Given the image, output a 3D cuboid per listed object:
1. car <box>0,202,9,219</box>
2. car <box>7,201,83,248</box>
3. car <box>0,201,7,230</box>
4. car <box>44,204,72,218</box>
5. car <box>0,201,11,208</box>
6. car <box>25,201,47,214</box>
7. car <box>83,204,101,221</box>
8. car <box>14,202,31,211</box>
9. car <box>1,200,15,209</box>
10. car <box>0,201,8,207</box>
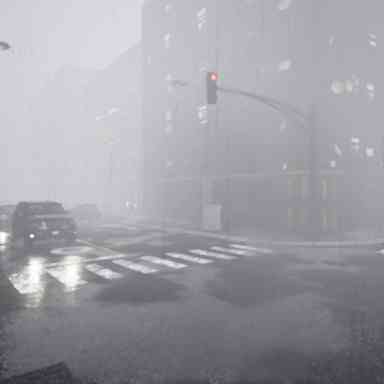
[{"bbox_3d":[-21.069,1.948,35.493,2.097,1.767,4.553,-1,-1,-36],"label":"car"},{"bbox_3d":[-7.603,1.481,16.837,2.150,2.045,5.566,-1,-1,-36],"label":"car"},{"bbox_3d":[-13.312,1.753,24.735,2.097,1.767,4.553,-1,-1,-36],"label":"car"},{"bbox_3d":[-14.959,2.097,37.011,1.802,1.307,4.206,-2,0,-36],"label":"car"},{"bbox_3d":[-41.135,2.736,73.063,1.947,1.339,4.313,-2,0,-36],"label":"car"},{"bbox_3d":[-21.551,2.119,45.992,1.967,1.590,4.097,-2,0,-36],"label":"car"},{"bbox_3d":[-9.704,1.825,29.827,1.967,1.590,4.097,-2,0,-36],"label":"car"},{"bbox_3d":[-28.079,2.424,55.014,1.802,1.307,4.206,-2,0,-36],"label":"car"},{"bbox_3d":[-37.875,2.528,68.551,1.967,1.590,4.097,-2,0,-36],"label":"car"},{"bbox_3d":[-44.400,2.797,77.576,1.887,1.381,4.507,-2,0,-36],"label":"car"}]
